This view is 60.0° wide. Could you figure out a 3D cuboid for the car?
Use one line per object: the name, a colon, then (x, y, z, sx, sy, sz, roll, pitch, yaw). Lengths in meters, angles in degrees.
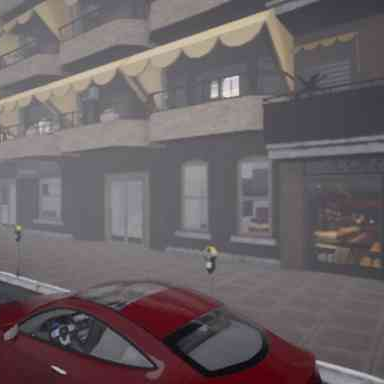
car: (-0.817, 1.588, 3.459, 4.206, 1.307, 1.802, 0, 0, 36)
